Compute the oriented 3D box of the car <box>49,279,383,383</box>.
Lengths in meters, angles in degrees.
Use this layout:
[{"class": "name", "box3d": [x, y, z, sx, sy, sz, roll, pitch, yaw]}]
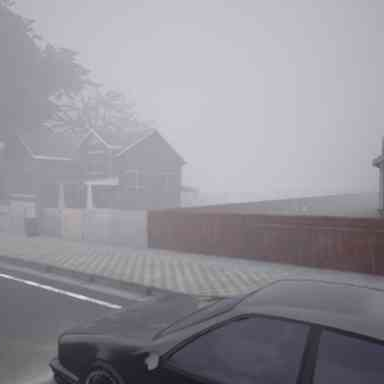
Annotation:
[{"class": "car", "box3d": [1.052, 1.553, 2.812, 5.357, 1.411, 2.033, -1, 0, 36]}]
